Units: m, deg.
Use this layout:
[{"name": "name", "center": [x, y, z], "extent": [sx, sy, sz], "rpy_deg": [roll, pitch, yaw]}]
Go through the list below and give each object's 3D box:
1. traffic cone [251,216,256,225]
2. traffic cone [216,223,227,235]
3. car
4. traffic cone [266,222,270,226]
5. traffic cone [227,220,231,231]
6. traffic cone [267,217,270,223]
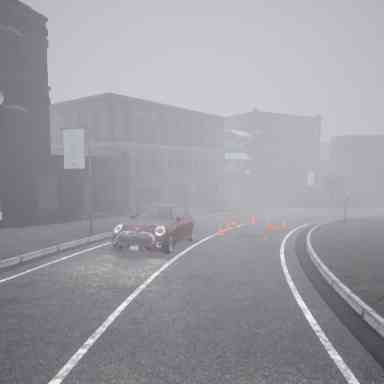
[{"name": "traffic cone", "center": [4.210, 1.959, 22.709], "extent": [0.340, 0.580, 0.340], "rpy_deg": [2, 1, 17]}, {"name": "traffic cone", "center": [1.465, 1.926, 17.292], "extent": [0.340, 0.580, 0.340], "rpy_deg": [2, 0, 17]}, {"name": "car", "center": [-1.335, 1.292, 13.346], "extent": [2.097, 1.767, 4.553], "rpy_deg": [1, 0, 16]}, {"name": "traffic cone", "center": [4.857, 2.124, 19.633], "extent": [0.580, 0.340, 0.340], "rpy_deg": [2, 0, -33]}, {"name": "traffic cone", "center": [2.065, 1.926, 19.200], "extent": [0.340, 0.580, 0.340], "rpy_deg": [2, 1, 18]}, {"name": "traffic cone", "center": [5.164, 1.994, 22.414], "extent": [0.340, 0.580, 0.340], "rpy_deg": [2, 1, 17]}]
